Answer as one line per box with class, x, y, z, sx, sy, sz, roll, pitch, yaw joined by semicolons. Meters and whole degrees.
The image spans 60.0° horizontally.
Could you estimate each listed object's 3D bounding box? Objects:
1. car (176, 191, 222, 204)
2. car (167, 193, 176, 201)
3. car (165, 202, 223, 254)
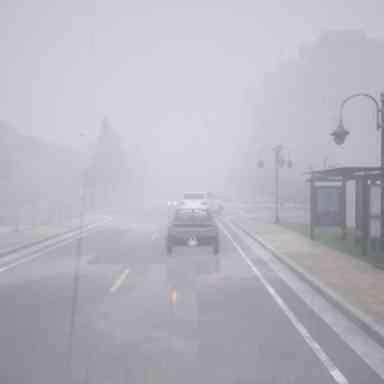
car;0.870;0.945;26.754;2.150;2.045;5.566;0;1;18
car;-3.546;0.855;61.585;2.128;1.511;4.902;0;1;0
car;0.041;1.358;12.798;2.128;1.511;4.902;0;1;0
